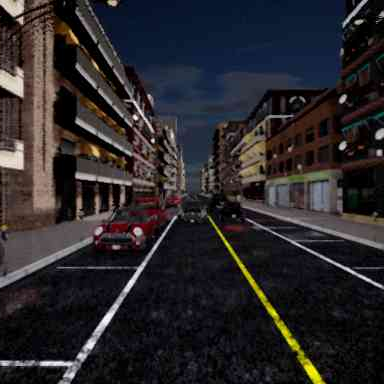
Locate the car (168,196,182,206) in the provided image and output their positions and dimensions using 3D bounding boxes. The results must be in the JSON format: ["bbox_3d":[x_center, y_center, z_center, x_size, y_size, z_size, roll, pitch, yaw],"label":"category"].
[{"bbox_3d":[-2.636,1.416,53.232,1.967,1.590,4.097,0,0,0],"label":"car"}]

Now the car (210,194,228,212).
[{"bbox_3d":[3.062,1.217,39.039,2.150,2.045,5.566,0,0,1],"label":"car"}]

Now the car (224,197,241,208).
[{"bbox_3d":[5.738,1.518,47.754,1.752,1.417,4.829,0,0,0],"label":"car"}]

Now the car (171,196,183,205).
[{"bbox_3d":[-2.630,1.518,58.870,1.887,1.381,4.507,0,0,0],"label":"car"}]

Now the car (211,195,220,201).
[{"bbox_3d":[5.774,1.525,81.401,2.008,1.369,4.403,0,0,0],"label":"car"}]

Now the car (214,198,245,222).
[{"bbox_3d":[3.073,1.503,26.674,1.837,1.490,4.892,0,0,0],"label":"car"}]

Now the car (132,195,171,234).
[{"bbox_3d":[-2.671,1.305,19.415,2.192,1.841,5.009,0,0,0],"label":"car"}]

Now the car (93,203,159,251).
[{"bbox_3d":[-2.678,1.432,13.779,1.967,1.590,4.097,0,0,0],"label":"car"}]

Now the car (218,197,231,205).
[{"bbox_3d":[5.750,1.532,58.857,1.887,1.381,4.507,0,0,0],"label":"car"}]

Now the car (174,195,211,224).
[{"bbox_3d":[0.022,1.345,24.372,2.097,1.767,4.553,0,0,0],"label":"car"}]

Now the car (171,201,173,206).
[{"bbox_3d":[-2.667,1.570,25.052,1.802,1.307,4.206,0,0,0],"label":"car"}]

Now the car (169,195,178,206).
[{"bbox_3d":[-2.641,1.293,47.597,2.192,1.841,5.009,0,0,0],"label":"car"}]
